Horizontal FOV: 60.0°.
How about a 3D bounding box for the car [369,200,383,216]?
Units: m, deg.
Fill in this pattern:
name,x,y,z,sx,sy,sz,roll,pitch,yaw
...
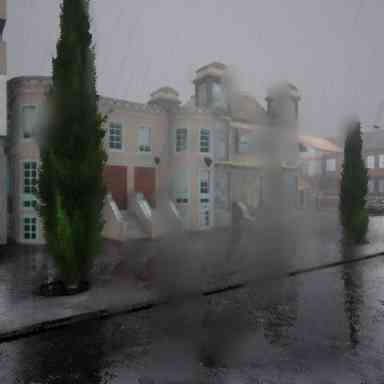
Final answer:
name,x,y,z,sx,sy,sz,roll,pitch,yaw
car,17.391,1.482,31.571,2.128,1.511,4.902,0,0,-35
